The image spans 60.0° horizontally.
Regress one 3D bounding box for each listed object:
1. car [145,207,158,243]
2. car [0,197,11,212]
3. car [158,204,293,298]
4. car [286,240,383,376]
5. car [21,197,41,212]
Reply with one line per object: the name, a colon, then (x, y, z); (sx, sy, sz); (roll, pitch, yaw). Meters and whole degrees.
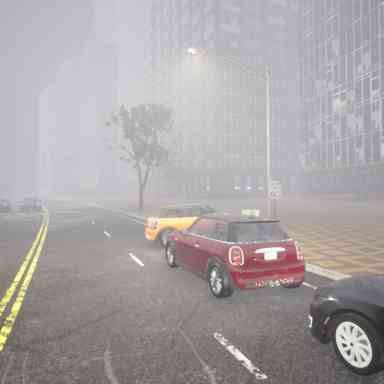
car: (0.282, 1.276, 14.555); (4.553, 1.767, 2.097); (-3, 1, -18)
car: (-21.976, 1.388, 38.018); (2.097, 1.767, 4.553); (0, 0, -24)
car: (0.836, 1.355, 8.900); (2.097, 1.767, 4.553); (0, 0, -22)
car: (3.595, 1.505, 3.441); (1.837, 1.490, 4.892); (0, 0, -36)
car: (-19.013, 1.391, 39.353); (2.097, 1.767, 4.553); (0, 0, -24)
